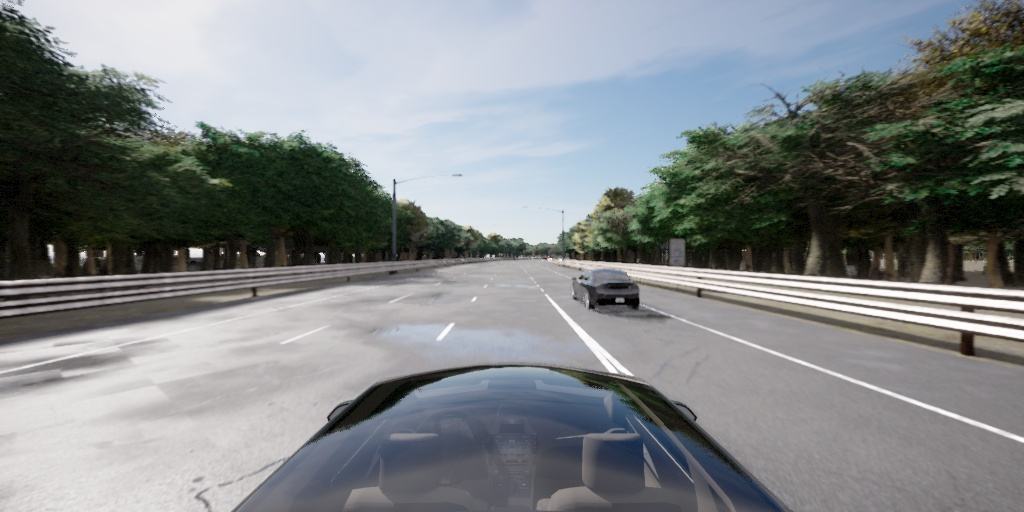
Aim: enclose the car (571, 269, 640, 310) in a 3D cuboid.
[{"bbox_3d":[3.638,1.276,14.619,1.837,1.490,4.892,0,0,-1],"label":"car"}]
